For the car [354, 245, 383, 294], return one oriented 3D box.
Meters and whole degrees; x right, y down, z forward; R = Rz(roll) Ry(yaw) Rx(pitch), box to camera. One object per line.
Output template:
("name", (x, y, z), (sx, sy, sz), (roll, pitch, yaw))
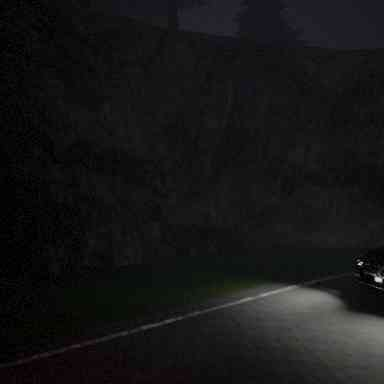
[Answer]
("car", (5.855, 1.439, 7.338), (4.892, 1.490, 1.837), (0, 0, -22))
